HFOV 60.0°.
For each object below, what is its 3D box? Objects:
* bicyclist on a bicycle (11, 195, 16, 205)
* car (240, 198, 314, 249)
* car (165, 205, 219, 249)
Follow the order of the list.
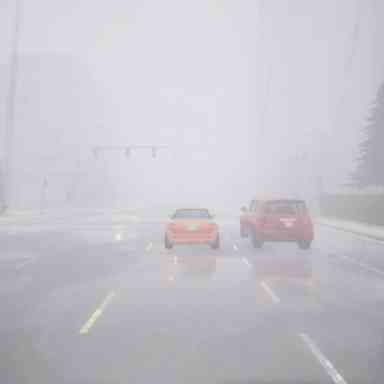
[{"bbox_3d":[-28.634,1.299,53.389,0.582,1.620,1.656,0,0,1],"label":"bicyclist on a bicycle"},{"bbox_3d":[3.500,1.257,14.680,2.150,2.045,5.566,0,0,0],"label":"car"},{"bbox_3d":[0.000,1.365,14.620,2.097,1.767,4.553,0,0,0],"label":"car"}]
